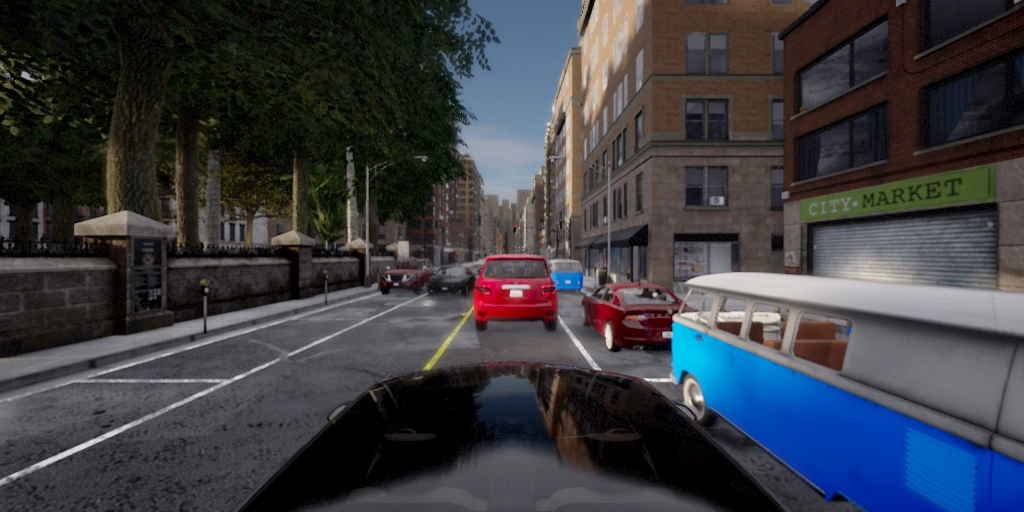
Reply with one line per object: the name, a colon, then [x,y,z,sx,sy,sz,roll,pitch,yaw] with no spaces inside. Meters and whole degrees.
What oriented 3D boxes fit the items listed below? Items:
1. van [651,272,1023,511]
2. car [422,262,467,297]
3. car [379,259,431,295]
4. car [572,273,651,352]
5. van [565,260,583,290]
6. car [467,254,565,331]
van: [2.856,1.091,3.097,1.690,1.789,3.998,0,0,0]
car: [-3.079,1.232,18.977,1.882,1.535,5.008,0,0,0]
car: [-5.663,1.069,20.041,2.192,1.841,5.009,0,0,0]
car: [2.858,1.298,8.758,1.888,1.381,4.507,0,0,0]
van: [2.861,1.095,20.079,1.690,1.789,3.998,0,0,0]
car: [0.099,0.975,11.087,2.150,2.045,5.566,0,0,0]
